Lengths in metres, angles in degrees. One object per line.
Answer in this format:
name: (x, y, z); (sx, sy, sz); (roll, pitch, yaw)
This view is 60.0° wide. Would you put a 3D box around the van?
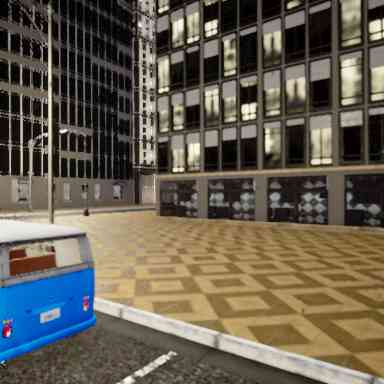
van: (-3.322, 1.350, 5.349); (3.998, 1.788, 1.690); (0, 0, 36)
